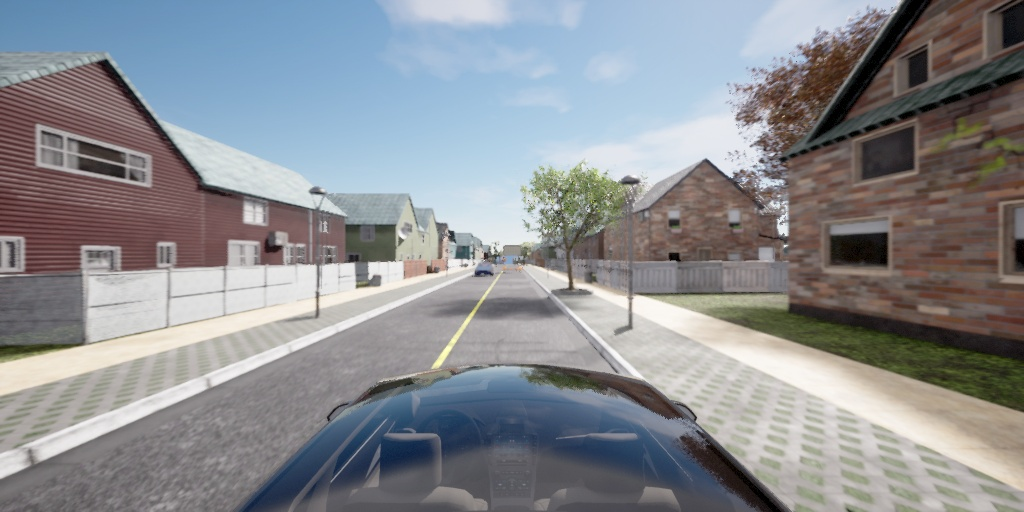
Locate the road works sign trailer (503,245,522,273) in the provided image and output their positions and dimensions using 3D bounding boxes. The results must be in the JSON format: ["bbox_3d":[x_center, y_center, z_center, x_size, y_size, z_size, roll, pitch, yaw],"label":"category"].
[{"bbox_3d":[0.013,0.353,45.262,2.380,3.560,2.880,0,0,0],"label":"road works sign trailer"}]

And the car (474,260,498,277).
[{"bbox_3d":[-2.832,1.395,37.446,2.033,1.411,5.357,0,0,0],"label":"car"}]
